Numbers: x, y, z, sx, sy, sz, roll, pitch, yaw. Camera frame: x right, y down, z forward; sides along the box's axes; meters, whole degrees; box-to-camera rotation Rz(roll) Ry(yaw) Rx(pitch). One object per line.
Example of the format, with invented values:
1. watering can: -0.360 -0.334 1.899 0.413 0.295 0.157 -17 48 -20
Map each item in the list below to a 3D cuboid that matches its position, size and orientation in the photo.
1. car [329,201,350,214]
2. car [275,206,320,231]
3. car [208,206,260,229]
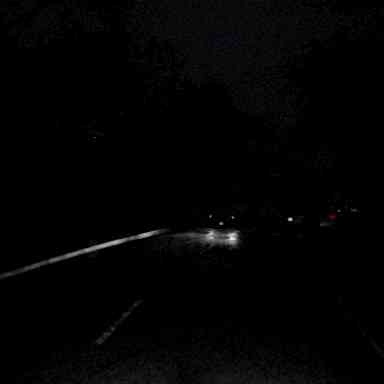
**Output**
1. car: 15.830 1.594 35.538 1.895 1.301 4.718 0 0 26
2. car: 6.559 1.523 20.465 1.994 1.385 4.181 0 0 30
3. car: 2.796 1.561 21.545 1.895 1.301 4.718 0 0 29
